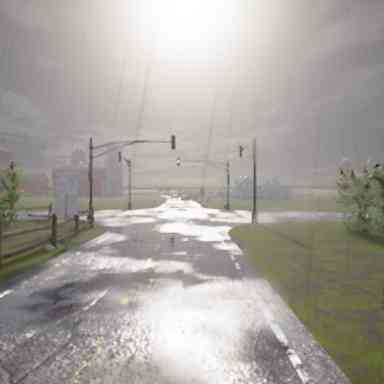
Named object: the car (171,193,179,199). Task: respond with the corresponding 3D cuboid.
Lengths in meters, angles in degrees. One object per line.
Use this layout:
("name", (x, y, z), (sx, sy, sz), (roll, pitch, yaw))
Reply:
("car", (-4.588, 1.109, 87.479), (1.812, 1.442, 4.674), (0, 0, -3))

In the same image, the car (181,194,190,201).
("car", (-1.607, 1.553, 83.475), (1.895, 1.301, 4.718), (0, 0, -3))

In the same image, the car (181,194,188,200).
("car", (-2.202, 1.385, 93.460), (1.837, 1.490, 4.892), (0, 0, -4))
